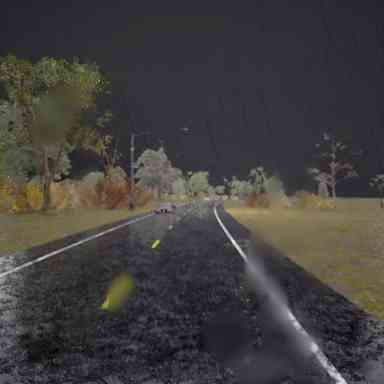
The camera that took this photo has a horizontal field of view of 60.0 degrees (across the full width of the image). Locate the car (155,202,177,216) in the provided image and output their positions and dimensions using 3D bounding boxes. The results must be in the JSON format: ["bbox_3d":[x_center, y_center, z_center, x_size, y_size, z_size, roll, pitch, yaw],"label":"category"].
[{"bbox_3d":[-2.729,1.747,35.477,1.994,1.385,4.181,0,0,3],"label":"car"}]
